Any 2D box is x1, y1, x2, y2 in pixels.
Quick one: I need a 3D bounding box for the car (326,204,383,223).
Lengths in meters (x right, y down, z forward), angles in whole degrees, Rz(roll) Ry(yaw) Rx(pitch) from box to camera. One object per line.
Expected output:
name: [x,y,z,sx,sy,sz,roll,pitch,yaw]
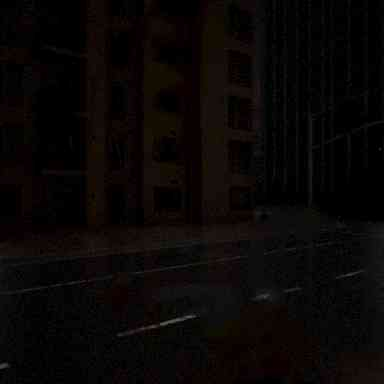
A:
car: [13.167,1.601,26.071,1.895,1.301,4.718,0,0,-35]
